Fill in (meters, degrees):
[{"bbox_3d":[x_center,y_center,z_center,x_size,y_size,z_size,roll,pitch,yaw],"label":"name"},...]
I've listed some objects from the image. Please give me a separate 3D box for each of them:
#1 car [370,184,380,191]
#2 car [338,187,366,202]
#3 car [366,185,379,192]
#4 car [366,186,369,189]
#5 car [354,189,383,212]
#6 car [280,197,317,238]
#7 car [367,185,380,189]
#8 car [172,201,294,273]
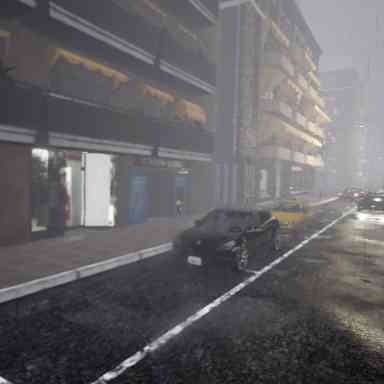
[{"bbox_3d":[43.113,-1.078,78.234,1.802,1.307,4.206,3,3,31],"label":"car"},{"bbox_3d":[15.889,0.203,33.412,1.967,1.590,4.097,3,3,31],"label":"car"},{"bbox_3d":[36.441,-0.760,67.177,2.008,1.369,4.403,3,3,31],"label":"car"},{"bbox_3d":[18.821,0.190,38.242,1.802,1.307,4.206,3,3,31],"label":"car"},{"bbox_3d":[13.153,0.725,23.903,1.994,1.385,4.181,3,3,32],"label":"car"},{"bbox_3d":[4.051,0.915,13.981,1.752,1.417,4.829,3,3,31],"label":"car"},{"bbox_3d":[33.504,-0.608,62.355,2.008,1.369,4.403,3,3,31],"label":"car"},{"bbox_3d":[1.201,1.107,9.305,1.947,1.339,4.313,3,3,31],"label":"car"}]
